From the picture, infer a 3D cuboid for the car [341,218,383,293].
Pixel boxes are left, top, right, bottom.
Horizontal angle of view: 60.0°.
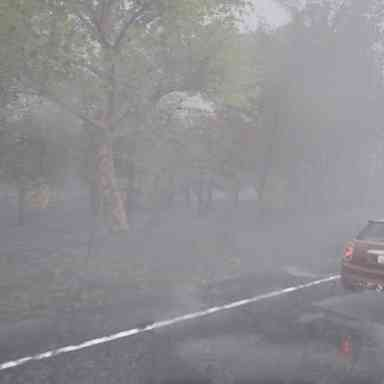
[{"bbox_3d":[5.476,1.335,7.651,4.553,1.767,2.097,0,0,-35],"label":"car"}]
